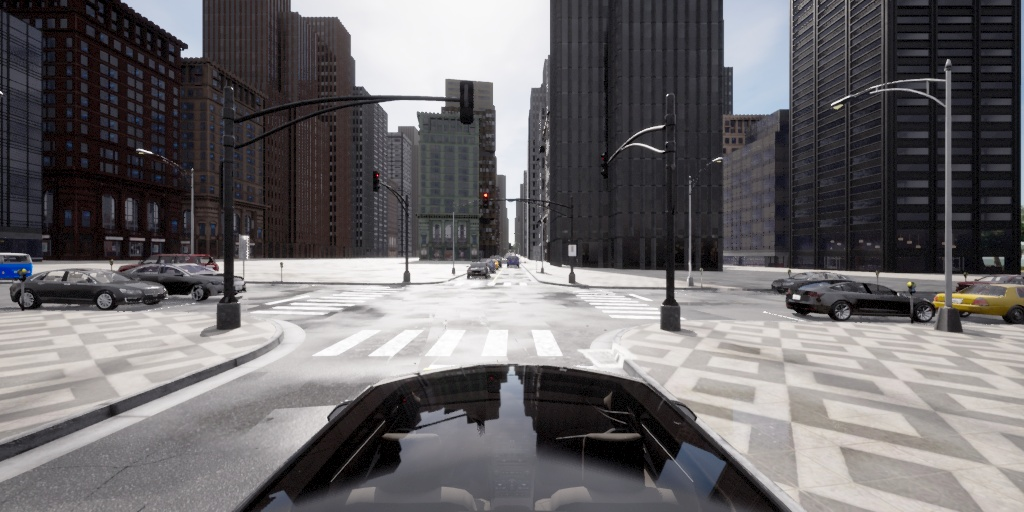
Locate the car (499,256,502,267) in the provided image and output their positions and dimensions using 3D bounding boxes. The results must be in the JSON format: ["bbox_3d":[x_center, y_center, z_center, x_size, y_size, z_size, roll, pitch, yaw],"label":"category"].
[{"bbox_3d":[-2.949,0.973,63.177,2.150,2.045,5.566,0,0,1],"label":"car"}]

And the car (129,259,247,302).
[{"bbox_3d":[-14.136,1.065,15.373,4.902,1.511,2.128,1,0,1],"label":"car"}]

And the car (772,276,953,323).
[{"bbox_3d":[12.143,1.524,12.678,4.313,1.339,1.948,0,0,0],"label":"car"}]

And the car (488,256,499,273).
[{"bbox_3d":[-3.035,1.102,42.277,2.097,1.767,4.553,0,0,0],"label":"car"}]

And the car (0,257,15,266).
[{"bbox_3d":[-25.410,0.910,15.406,4.902,1.511,2.128,1,0,0],"label":"car"}]

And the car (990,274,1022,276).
[{"bbox_3d":[29.095,1.766,21.174,4.507,1.381,1.888,0,0,0],"label":"car"}]

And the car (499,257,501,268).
[{"bbox_3d":[-3.013,1.228,52.476,1.882,1.535,5.008,0,0,0],"label":"car"}]

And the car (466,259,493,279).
[{"bbox_3d":[-3.052,1.255,33.224,1.837,1.490,4.892,0,0,0],"label":"car"}]

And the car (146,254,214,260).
[{"bbox_3d":[-20.197,0.799,21.164,5.009,1.841,2.192,0,0,0],"label":"car"}]

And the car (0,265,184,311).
[{"bbox_3d":[-14.764,1.116,12.629,4.403,1.370,2.007,0,0,0],"label":"car"}]

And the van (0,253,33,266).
[{"bbox_3d":[-31.116,0.680,21.183,3.998,1.789,1.690,0,0,0],"label":"van"}]

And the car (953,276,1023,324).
[{"bbox_3d":[17.956,1.571,12.668,4.829,1.417,1.751,0,0,0],"label":"car"}]

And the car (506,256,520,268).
[{"bbox_3d":[0.192,0.973,62.692,2.150,2.045,5.566,0,0,0],"label":"car"}]

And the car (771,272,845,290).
[{"bbox_3d":[17.809,1.591,21.193,4.403,1.370,2.007,0,0,0],"label":"car"}]
